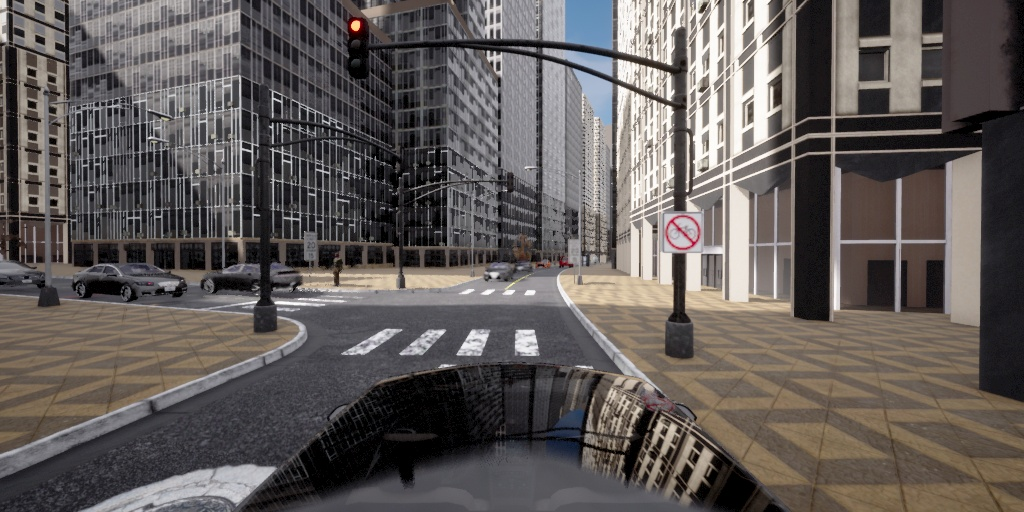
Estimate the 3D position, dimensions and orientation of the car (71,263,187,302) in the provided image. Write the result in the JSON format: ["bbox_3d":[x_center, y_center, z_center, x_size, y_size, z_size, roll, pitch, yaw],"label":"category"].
[{"bbox_3d":[-16.366,1.043,15.381,4.902,1.511,2.128,1,1,16],"label":"car"}]

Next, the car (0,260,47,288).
[{"bbox_3d":[-25.926,0.941,18.180,4.674,1.442,1.812,1,1,17],"label":"car"}]

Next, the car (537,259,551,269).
[{"bbox_3d":[5.402,1.313,61.767,2.097,1.767,4.553,0,0,15],"label":"car"}]

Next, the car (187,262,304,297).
[{"bbox_3d":[-12.517,1.061,17.276,4.902,1.511,2.128,1,1,15],"label":"car"}]

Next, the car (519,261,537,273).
[{"bbox_3d":[1.413,1.344,44.431,2.128,1.511,4.902,0,0,11],"label":"car"}]

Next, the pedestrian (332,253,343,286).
[{"bbox_3d":[-9.518,0.716,19.477,0.375,1.860,0.375,0,0,16],"label":"pedestrian"}]

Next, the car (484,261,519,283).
[{"bbox_3d":[-1.007,1.278,29.009,2.128,1.511,4.902,0,0,7],"label":"car"}]
